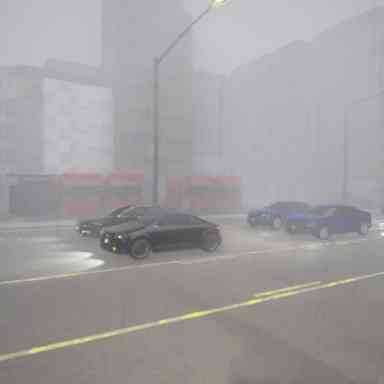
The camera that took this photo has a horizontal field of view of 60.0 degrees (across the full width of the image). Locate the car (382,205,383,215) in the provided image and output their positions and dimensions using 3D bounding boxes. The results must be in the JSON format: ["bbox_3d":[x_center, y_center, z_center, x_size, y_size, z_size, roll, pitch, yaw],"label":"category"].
[{"bbox_3d":[17.960,1.123,27.335,5.566,2.045,2.150,-1,2,-32],"label":"car"}]

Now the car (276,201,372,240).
[{"bbox_3d":[6.738,1.334,16.338,5.008,1.535,1.882,0,1,-32],"label":"car"}]

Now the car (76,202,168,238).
[{"bbox_3d":[-2.571,1.247,14.723,4.892,1.490,1.837,0,1,-32],"label":"car"}]

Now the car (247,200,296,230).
[{"bbox_3d":[5.521,1.272,19.696,5.008,1.535,1.882,0,1,-32],"label":"car"}]

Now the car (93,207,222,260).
[{"bbox_3d":[-0.997,1.375,11.581,4.181,1.385,1.994,0,1,-31],"label":"car"}]
